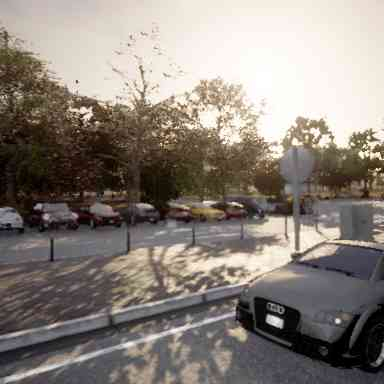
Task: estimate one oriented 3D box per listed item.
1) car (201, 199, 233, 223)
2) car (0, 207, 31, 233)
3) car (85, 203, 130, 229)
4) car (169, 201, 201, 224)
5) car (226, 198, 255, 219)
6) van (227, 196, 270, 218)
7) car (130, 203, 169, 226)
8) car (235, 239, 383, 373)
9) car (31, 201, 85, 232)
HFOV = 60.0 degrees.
[{"bbox_3d":[0.559,1.546,26.905,1.946,1.575,5.366,0,0,-36],"label":"car"},{"bbox_3d":[-10.835,1.550,18.983,2.002,1.452,4.674,0,0,-36],"label":"car"},{"bbox_3d":[-6.324,1.524,22.218,2.097,1.535,5.008,0,0,-36],"label":"car"},{"bbox_3d":[-1.823,1.570,25.466,2.163,1.488,4.792,0,0,-36],"label":"car"},{"bbox_3d":[2.692,1.587,28.695,2.163,1.488,4.792,0,0,-36],"label":"car"},{"bbox_3d":[5.034,1.340,30.190,1.878,1.987,4.442,0,0,-36],"label":"van"},{"bbox_3d":[-4.060,1.533,23.823,2.231,1.521,4.892,0,0,-36],"label":"car"},{"bbox_3d":[2.734,1.547,5.633,4.181,1.385,1.994,0,0,-35],"label":"car"},{"bbox_3d":[-8.596,1.391,20.625,2.185,1.767,4.553,0,0,-36],"label":"car"}]
